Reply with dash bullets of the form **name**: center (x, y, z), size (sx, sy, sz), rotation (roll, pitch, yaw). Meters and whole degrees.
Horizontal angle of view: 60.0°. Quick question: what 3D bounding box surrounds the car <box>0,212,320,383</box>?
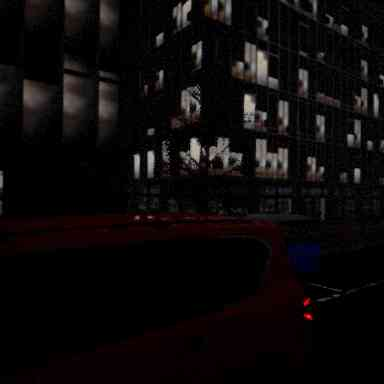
- **car**: center (-1.428, 1.222, 2.360), size (5.566, 2.045, 2.150), rotation (1, 0, -36)

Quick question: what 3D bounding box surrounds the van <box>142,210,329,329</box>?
- **van**: center (1.097, 1.380, 7.337), size (3.998, 1.788, 1.690), rotation (1, 0, -35)
